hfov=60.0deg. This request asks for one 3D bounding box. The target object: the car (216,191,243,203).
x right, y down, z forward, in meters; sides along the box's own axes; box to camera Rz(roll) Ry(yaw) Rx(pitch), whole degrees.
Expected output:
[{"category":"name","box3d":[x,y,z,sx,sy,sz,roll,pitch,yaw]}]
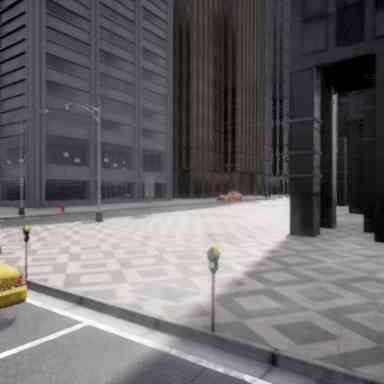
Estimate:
[{"category":"car","box3d":[5.194,0.632,46.303,2.097,1.767,4.553,0,1,36]}]

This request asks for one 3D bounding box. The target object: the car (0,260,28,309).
[{"category":"car","box3d":[-5.188,1.522,6.665,4.829,1.417,1.752,0,0,35]}]
